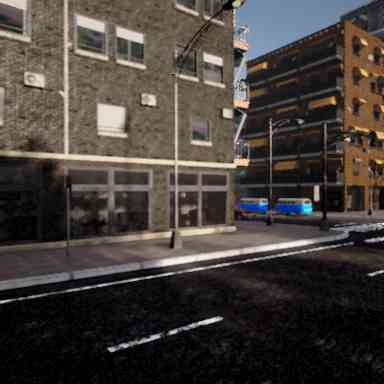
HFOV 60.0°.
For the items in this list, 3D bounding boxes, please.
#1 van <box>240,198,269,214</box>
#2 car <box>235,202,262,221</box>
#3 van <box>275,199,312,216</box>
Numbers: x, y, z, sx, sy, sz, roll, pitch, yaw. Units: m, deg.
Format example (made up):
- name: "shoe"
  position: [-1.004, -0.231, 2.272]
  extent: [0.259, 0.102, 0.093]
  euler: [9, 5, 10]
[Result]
- name: "van"
  position: [7.317, 1.662, 39.591]
  extent: [1.690, 1.788, 3.998]
  euler: [-1, 0, -36]
- name: "car"
  position: [3.894, 1.864, 30.158]
  extent: [1.802, 1.307, 4.206]
  euler: [-1, 0, -36]
- name: "van"
  position: [10.633, 1.589, 35.076]
  extent: [1.690, 1.788, 3.998]
  euler: [-1, 0, -36]
